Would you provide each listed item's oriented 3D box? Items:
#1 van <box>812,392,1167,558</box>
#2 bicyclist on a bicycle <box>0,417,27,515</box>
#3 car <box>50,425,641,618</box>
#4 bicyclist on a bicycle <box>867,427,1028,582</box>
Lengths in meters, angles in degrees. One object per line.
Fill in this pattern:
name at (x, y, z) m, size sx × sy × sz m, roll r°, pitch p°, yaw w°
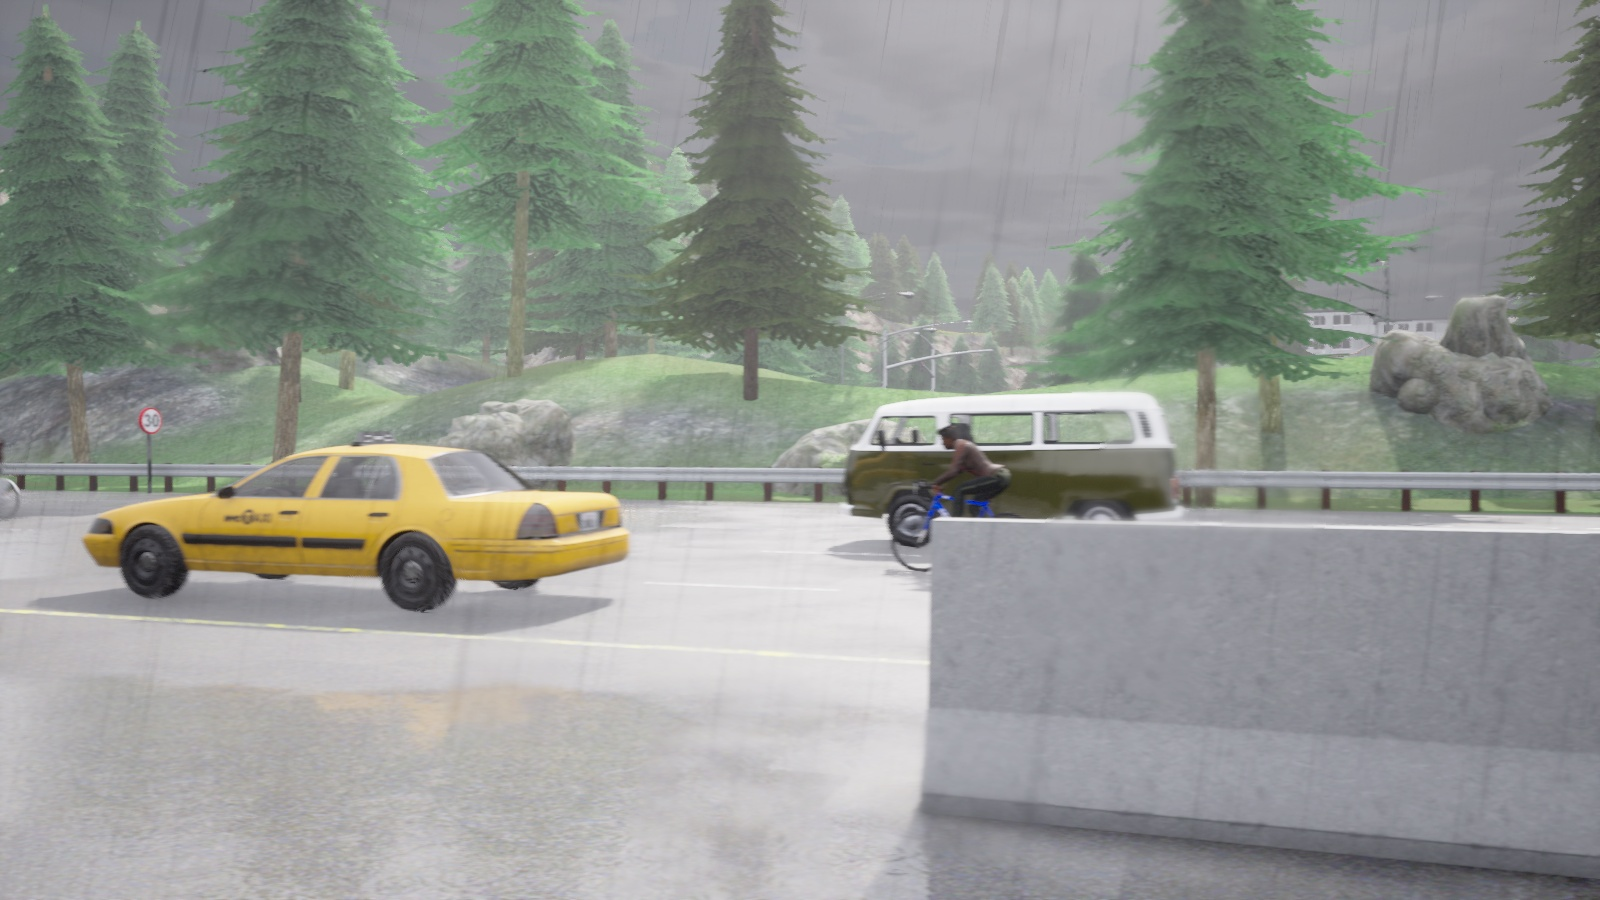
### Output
van at (2.619, 0.284, 17.078) m, size 4.480 × 2.038 × 2.069 m, roll 0°, pitch 1°, yaw 19°
bicyclist on a bicycle at (-15.197, 0.270, 23.076) m, size 1.843 × 1.776 × 0.659 m, roll 1°, pitch 1°, yaw 19°
car at (-4.356, 0.557, 12.044) m, size 5.366 × 1.575 × 1.801 m, roll 1°, pitch 1°, yaw 19°
bicyclist on a bicycle at (1.615, 0.566, 13.726) m, size 1.656 × 1.620 × 0.582 m, roll 0°, pitch 1°, yaw 19°
